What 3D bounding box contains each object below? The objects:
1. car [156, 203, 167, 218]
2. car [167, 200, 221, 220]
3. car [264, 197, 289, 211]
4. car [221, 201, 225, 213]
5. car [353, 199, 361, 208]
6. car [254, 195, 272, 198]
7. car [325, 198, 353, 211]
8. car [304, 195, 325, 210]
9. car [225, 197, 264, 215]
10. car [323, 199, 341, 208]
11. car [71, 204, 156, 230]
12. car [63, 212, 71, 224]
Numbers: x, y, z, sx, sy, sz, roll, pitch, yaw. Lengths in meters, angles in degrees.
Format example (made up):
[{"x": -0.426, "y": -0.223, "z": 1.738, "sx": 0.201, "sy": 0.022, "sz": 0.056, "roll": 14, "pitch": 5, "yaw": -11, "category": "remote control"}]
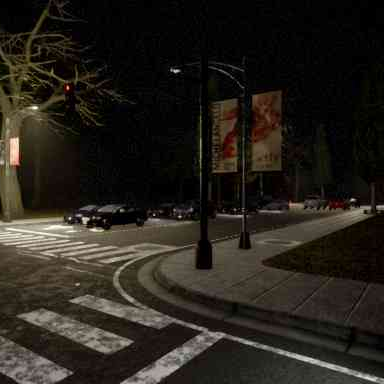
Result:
[{"x": -1.836, "y": 1.667, "z": 31.831, "sx": 2.033, "sy": 1.411, "sz": 5.357, "roll": 0, "pitch": 0, "yaw": 35, "category": "car"}, {"x": 0.294, "y": 1.473, "z": 29.221, "sx": 2.097, "sy": 1.767, "sz": 4.553, "roll": 0, "pitch": 0, "yaw": 35, "category": "car"}, {"x": 11.900, "y": 1.773, "z": 45.638, "sx": 1.812, "sy": 1.442, "sz": 4.674, "roll": 0, "pitch": 0, "yaw": 36, "category": "car"}, {"x": 3.893, "y": 1.777, "z": 39.980, "sx": 1.895, "sy": 1.301, "sz": 4.718, "roll": 0, "pitch": 0, "yaw": 35, "category": "car"}, {"x": 26.454, "y": 1.893, "z": 54.750, "sx": 2.128, "sy": 1.511, "sz": 4.902, "roll": 0, "pitch": -1, "yaw": 35, "category": "car"}, {"x": 9.978, "y": 1.472, "z": 48.544, "sx": 2.150, "sy": 2.045, "sz": 5.566, "roll": 0, "pitch": 0, "yaw": 38, "category": "car"}, {"x": 20.695, "y": 1.659, "z": 46.568, "sx": 2.097, "sy": 1.767, "sz": 4.553, "roll": 0, "pitch": 0, "yaw": 35, "category": "car"}, {"x": 17.930, "y": 1.522, "z": 48.278, "sx": 2.150, "sy": 2.045, "sz": 5.566, "roll": 0, "pitch": 0, "yaw": 35, "category": "car"}, {"x": 5.949, "y": 1.680, "z": 37.248, "sx": 1.837, "sy": 1.490, "sz": 4.892, "roll": 0, "pitch": 0, "yaw": 35, "category": "car"}, {"x": 24.079, "y": 1.926, "z": 57.018, "sx": 1.812, "sy": 1.442, "sz": 4.674, "roll": 0, "pitch": -1, "yaw": 35, "category": "car"}, {"x": -4.957, "y": 1.567, "z": 21.766, "sx": 2.128, "sy": 1.511, "sz": 4.902, "roll": 0, "pitch": 0, "yaw": 35, "category": "car"}, {"x": -7.167, "y": 1.637, "z": 24.286, "sx": 1.994, "sy": 1.385, "sz": 4.181, "roll": 0, "pitch": 0, "yaw": 36, "category": "car"}]
